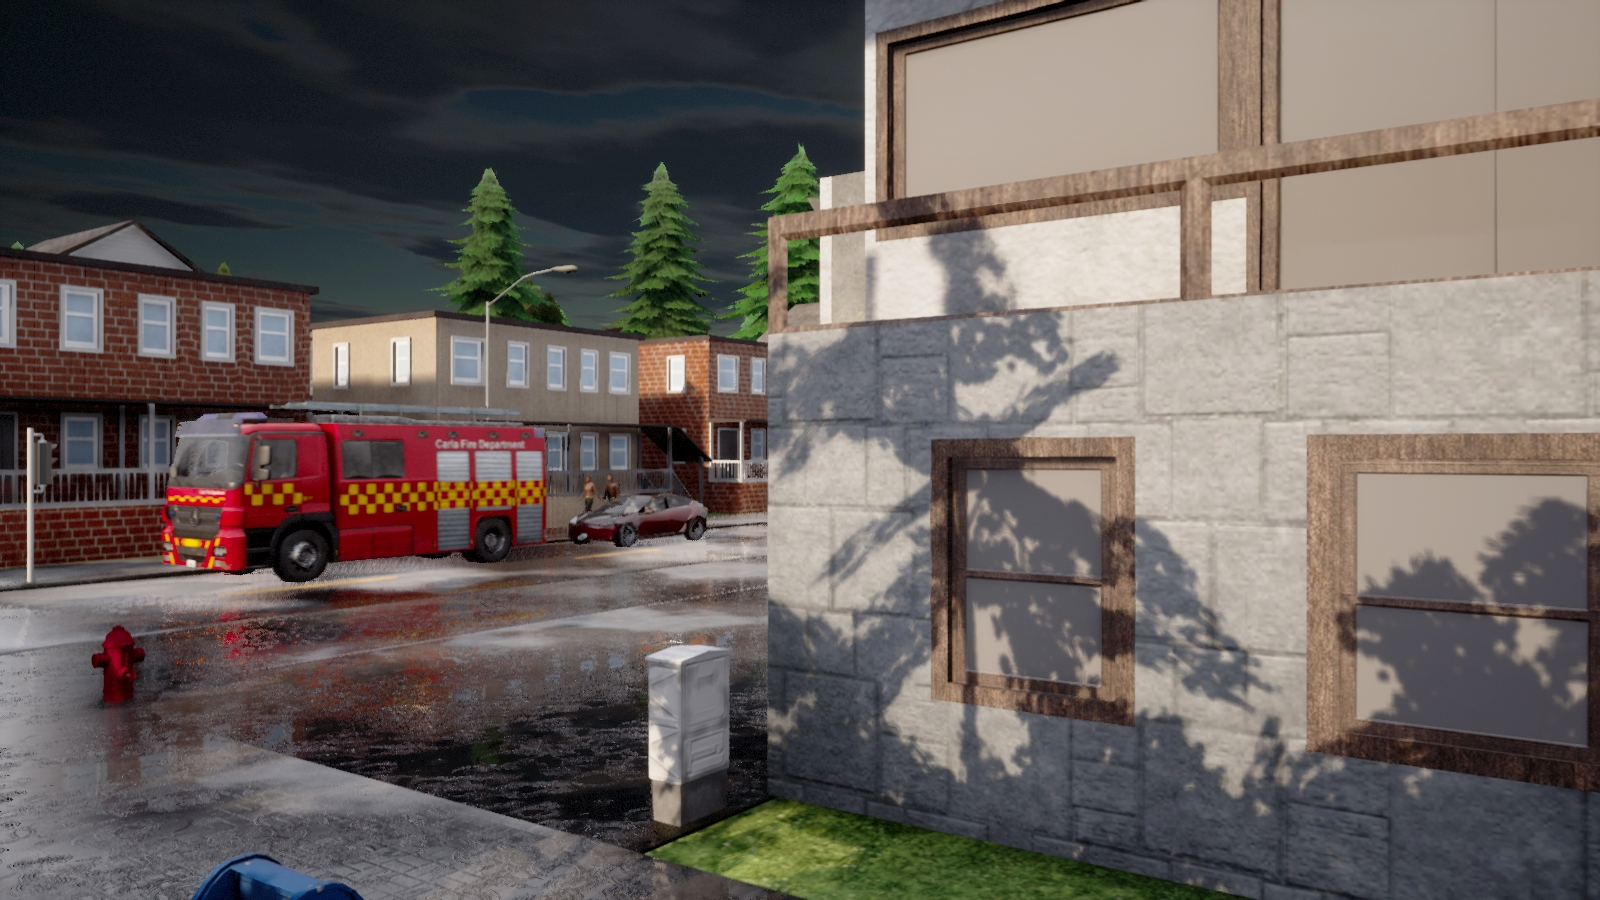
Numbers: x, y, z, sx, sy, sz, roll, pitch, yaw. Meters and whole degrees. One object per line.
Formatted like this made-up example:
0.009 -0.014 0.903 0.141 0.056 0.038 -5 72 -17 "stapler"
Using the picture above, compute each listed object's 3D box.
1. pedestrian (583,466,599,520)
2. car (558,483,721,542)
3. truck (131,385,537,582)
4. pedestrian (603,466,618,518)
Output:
-7.308 1.497 39.933 0.375 1.860 0.375 0 0 33 "pedestrian"
-4.739 1.821 34.333 2.163 1.488 4.792 0 0 35 "car"
-10.300 0.648 26.406 2.891 3.827 8.468 0 0 35 "truck"
-6.754 1.497 40.772 0.375 1.860 0.375 0 0 33 "pedestrian"
